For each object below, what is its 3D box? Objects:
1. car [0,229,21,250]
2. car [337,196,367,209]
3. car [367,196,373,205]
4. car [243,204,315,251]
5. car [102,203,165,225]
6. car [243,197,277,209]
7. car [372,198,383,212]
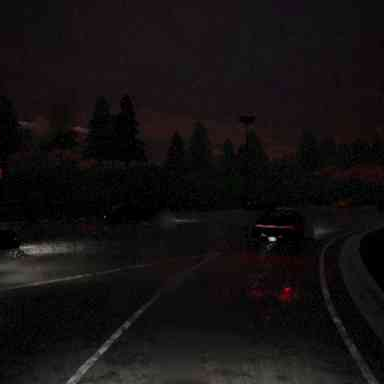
[{"bbox_3d":[-8.610,1.511,10.726,5.357,1.411,2.033,0,0,-41],"label":"car"},{"bbox_3d":[21.968,1.468,46.172,5.008,1.535,1.882,0,0,-41],"label":"car"},{"bbox_3d":[30.943,1.487,58.613,4.902,1.511,2.128,0,0,-41],"label":"car"},{"bbox_3d":[4.057,1.483,14.290,2.128,1.511,4.902,0,0,27],"label":"car"},{"bbox_3d":[-4.110,1.483,23.805,4.674,1.442,1.812,0,0,-41],"label":"car"},{"bbox_3d":[8.011,1.320,38.812,4.553,1.767,2.097,0,0,-41],"label":"car"},{"bbox_3d":[22.809,1.496,37.670,4.902,1.511,2.128,0,0,-41],"label":"car"}]
